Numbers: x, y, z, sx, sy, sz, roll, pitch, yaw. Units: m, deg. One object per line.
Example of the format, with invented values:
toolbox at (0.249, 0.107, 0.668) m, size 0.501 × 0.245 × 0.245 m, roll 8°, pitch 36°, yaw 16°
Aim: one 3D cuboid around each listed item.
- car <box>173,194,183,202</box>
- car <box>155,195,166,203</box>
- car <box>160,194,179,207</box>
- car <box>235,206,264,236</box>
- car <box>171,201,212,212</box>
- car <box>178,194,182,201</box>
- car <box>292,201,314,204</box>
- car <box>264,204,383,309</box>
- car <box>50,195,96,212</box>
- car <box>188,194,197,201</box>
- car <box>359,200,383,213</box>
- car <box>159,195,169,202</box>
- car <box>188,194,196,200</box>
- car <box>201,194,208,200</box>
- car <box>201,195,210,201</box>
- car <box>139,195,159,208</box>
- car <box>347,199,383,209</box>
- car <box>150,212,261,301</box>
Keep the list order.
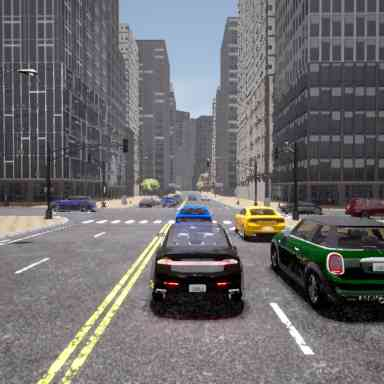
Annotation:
car at (-3.174, 1.286, 77.134) m, size 2.097 × 1.767 × 4.553 m, roll 0°, pitch 0°, yaw 0°
car at (-6.442, 1.448, 67.990) m, size 1.837 × 1.490 × 4.892 m, roll 0°, pitch 0°, yaw 0°
car at (-3.291, 1.491, 49.511) m, size 1.812 × 1.442 × 4.674 m, roll 0°, pitch 0°, yaw 0°
car at (3.365, 1.469, 17.201) m, size 1.882 × 1.535 × 5.008 m, roll 0°, pitch 0°, yaw 0°
car at (0.120, 1.468, 17.815) m, size 1.882 × 1.535 × 5.008 m, roll 0°, pitch 0°, yaw 1°
car at (-3.268, 1.519, 58.256) m, size 1.994 × 1.385 × 4.181 m, roll 0°, pitch 0°, yaw 1°
car at (11.538, 1.633, 35.266) m, size 4.181 × 1.385 × 1.994 m, roll 1°, pitch 1°, yaw 1°
car at (3.357, 1.348, 8.022) m, size 2.097 × 1.767 × 4.553 m, roll 0°, pitch 0°, yaw 0°
car at (-12.729, 1.204, 35.668) m, size 4.553 × 1.767 × 2.097 m, roll 1°, pitch 1°, yaw 1°
car at (0.080, 1.273, 80.587) m, size 2.097 × 1.767 × 4.553 m, roll 0°, pitch 0°, yaw 0°
car at (21.846, 1.643, 37.677) m, size 4.829 × 1.417 × 1.752 m, roll 1°, pitch 0°, yaw 1°
car at (-6.424, 1.482, 77.969) m, size 1.994 × 1.385 × 4.181 m, roll 0°, pitch 0°, yaw 0°
car at (0.090, 1.267, 90.620) m, size 2.128 × 1.511 × 4.902 m, roll 0°, pitch 0°, yaw 0°
car at (3.340, 1.337, 90.646) m, size 1.895 × 1.301 × 4.718 m, roll 0°, pitch 0°, yaw 0°
car at (3.330, 1.513, 80.644) m, size 1.895 × 1.301 × 4.718 m, roll 0°, pitch 0°, yaw 0°
car at (-6.537, 1.513, 49.082) m, size 2.033 × 1.411 × 5.357 m, roll 0°, pitch 0°, yaw 0°
car at (16.229, 1.519, 29.396) m, size 5.009 × 1.841 × 2.192 m, roll 1°, pitch 0°, yaw 1°
car at (0.106, 1.488, 8.310) m, size 2.128 × 1.511 × 4.902 m, roll 0°, pitch 0°, yaw 0°
